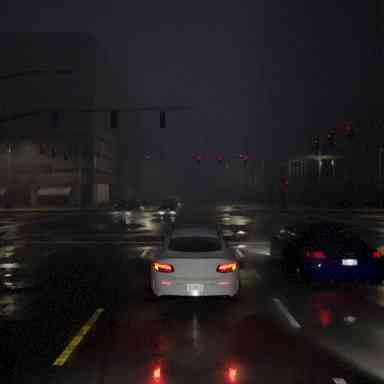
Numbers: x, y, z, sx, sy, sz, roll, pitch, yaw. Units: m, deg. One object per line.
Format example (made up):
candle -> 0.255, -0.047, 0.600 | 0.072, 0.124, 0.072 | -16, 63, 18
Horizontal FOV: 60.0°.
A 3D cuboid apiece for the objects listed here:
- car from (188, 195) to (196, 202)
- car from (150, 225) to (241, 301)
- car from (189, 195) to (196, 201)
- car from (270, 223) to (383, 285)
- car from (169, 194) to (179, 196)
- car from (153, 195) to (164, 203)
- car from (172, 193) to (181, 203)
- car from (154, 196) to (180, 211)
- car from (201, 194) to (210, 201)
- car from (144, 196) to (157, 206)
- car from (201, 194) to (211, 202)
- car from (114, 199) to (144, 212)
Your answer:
car -> 0.030, 1.518, 77.887 | 2.128, 1.511, 4.902 | 0, 0, 0
car -> 0.073, 1.526, 8.177 | 1.812, 1.442, 4.674 | 0, 0, 0
car -> 0.034, 1.493, 87.215 | 1.812, 1.442, 4.674 | 0, 0, 0
car -> 3.582, 1.564, 9.545 | 1.994, 1.385, 4.181 | 0, 0, 0
car -> -3.556, 1.525, 53.691 | 1.812, 1.442, 4.674 | 0, 0, 0
car -> -6.973, 1.478, 70.014 | 1.882, 1.535, 5.008 | 0, 0, 0
car -> -3.474, 1.225, 69.068 | 2.150, 2.045, 5.566 | 0, 0, 0
car -> -3.032, 1.537, 39.707 | 2.033, 1.411, 5.357 | 0, 0, -9
car -> 3.534, 1.316, 86.968 | 2.097, 1.767, 4.553 | 0, 0, 0
car -> -7.070, 1.547, 54.411 | 2.033, 1.411, 5.357 | 0, 0, 0
car -> 3.531, 1.546, 78.443 | 1.994, 1.385, 4.181 | 0, 0, 0
car -> -7.686, 1.522, 39.713 | 1.812, 1.442, 4.674 | 0, 0, 10
